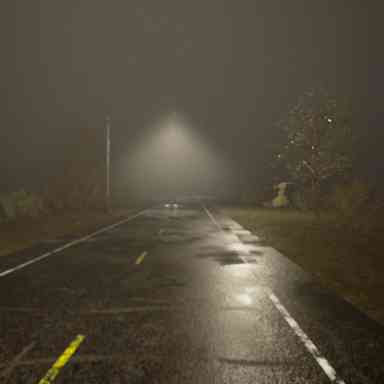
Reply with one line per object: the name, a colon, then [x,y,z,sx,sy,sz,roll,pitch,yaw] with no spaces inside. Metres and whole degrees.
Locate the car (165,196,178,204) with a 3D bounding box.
car: [-3.568,1.426,59.334,1.837,1.490,4.892,0,0,0]

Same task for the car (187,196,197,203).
car: [0.022,1.504,67.766,1.895,1.301,4.718,0,0,0]

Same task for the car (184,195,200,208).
car: [0.093,1.513,47.540,1.994,1.385,4.181,0,0,0]
